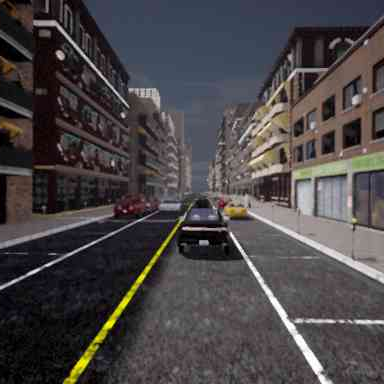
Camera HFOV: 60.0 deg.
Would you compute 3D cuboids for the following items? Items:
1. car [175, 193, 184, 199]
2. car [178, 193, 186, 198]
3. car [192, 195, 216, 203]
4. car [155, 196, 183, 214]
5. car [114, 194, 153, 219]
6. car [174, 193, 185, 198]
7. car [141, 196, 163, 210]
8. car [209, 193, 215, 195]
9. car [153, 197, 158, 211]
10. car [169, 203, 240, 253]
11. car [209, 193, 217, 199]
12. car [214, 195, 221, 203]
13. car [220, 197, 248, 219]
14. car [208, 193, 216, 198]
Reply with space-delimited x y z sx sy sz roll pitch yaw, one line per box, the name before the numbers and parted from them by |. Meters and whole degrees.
car | -3.179 0.959 83.533 2.008 1.369 4.403 1 0 2
car | -2.835 0.877 94.799 1.887 1.381 4.507 1 0 2
car | 0.991 1.328 30.404 1.812 1.442 4.674 0 0 2
car | -2.101 1.366 32.583 1.895 1.301 4.718 0 0 2
car | -4.895 1.097 27.196 2.192 1.841 5.009 1 0 2
car | -3.350 0.997 77.898 2.008 1.369 4.403 1 0 2
car | -4.553 1.252 38.465 1.887 1.381 4.507 1 0 2
car | 4.511 1.172 60.739 2.008 1.369 4.403 1 0 2
car | -4.725 1.185 32.830 1.967 1.590 4.097 1 0 2
car | 0.468 1.406 13.209 2.128 1.511 4.902 0 0 2
car | 5.204 0.995 83.443 1.752 1.417 4.829 1 0 2
car | 3.823 1.315 38.205 1.887 1.381 4.507 1 0 2
car | 3.484 1.368 27.108 1.752 1.417 4.829 1 0 2
car | 5.370 0.999 88.907 1.947 1.339 4.313 1 0 2
